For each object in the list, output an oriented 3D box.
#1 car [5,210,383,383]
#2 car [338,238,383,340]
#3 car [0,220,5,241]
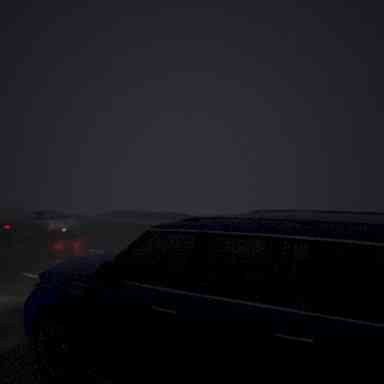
[{"bbox_3d":[0.436,1.231,3.680,5.566,2.045,2.150,0,0,35],"label":"car"},{"bbox_3d":[4.859,1.594,4.826,4.718,1.301,1.895,0,0,35],"label":"car"},{"bbox_3d":[-10.648,1.645,15.879,5.357,1.411,2.033,0,0,35],"label":"car"}]
